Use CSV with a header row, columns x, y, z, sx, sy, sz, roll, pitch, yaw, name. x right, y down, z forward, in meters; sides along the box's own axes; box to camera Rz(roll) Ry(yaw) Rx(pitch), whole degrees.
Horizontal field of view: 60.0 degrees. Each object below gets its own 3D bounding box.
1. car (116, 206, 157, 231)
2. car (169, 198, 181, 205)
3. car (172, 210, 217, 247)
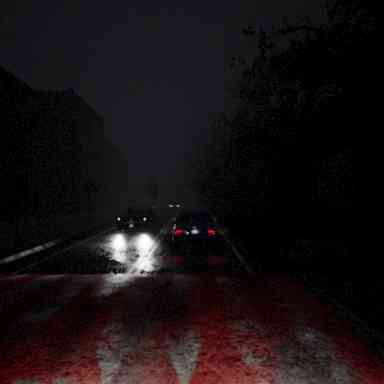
x,y,z,sx,sy,sz,roll,pitch,yaw,name
-3.327,1.565,20.555,1.895,1.301,4.718,0,0,0,car
-3.088,1.733,61.245,2.033,1.411,5.357,0,-1,1,car
0.113,1.522,14.859,2.033,1.411,5.357,0,0,0,car
